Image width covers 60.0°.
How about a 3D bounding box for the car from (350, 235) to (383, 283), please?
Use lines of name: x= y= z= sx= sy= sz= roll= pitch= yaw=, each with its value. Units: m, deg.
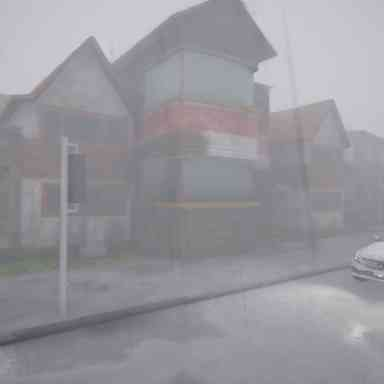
car: x=6.188 y=1.642 z=9.022 sx=4.674 sy=1.442 sz=1.812 roll=1 pitch=0 yaw=-37
